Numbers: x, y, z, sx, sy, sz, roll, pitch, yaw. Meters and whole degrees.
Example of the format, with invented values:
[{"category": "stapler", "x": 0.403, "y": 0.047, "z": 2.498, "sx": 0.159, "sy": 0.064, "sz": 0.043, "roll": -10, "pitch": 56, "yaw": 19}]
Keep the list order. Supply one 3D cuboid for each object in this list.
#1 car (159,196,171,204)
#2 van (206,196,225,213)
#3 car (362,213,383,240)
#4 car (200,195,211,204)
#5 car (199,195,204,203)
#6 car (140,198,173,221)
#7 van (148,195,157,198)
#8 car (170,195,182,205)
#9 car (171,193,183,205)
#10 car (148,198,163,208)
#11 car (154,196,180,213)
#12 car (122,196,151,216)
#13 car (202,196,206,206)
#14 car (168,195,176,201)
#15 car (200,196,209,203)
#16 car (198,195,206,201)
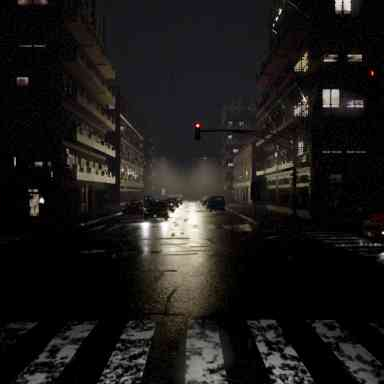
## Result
[{"category": "car", "x": -5.253, "y": 1.523, "z": 65.409, "sx": 1.887, "sy": 1.381, "sz": 4.507, "roll": 0, "pitch": 0, "yaw": 0}, {"category": "van", "x": 2.730, "y": 1.331, "z": 36.873, "sx": 1.690, "sy": 1.788, "sz": 3.998, "roll": 0, "pitch": 0, "yaw": 0}, {"category": "car", "x": 9.882, "y": 1.197, "z": 14.316, "sx": 4.553, "sy": 1.767, "sz": 2.097, "roll": -1, "pitch": 0, "yaw": 0}, {"category": "car", "x": 2.627, "y": 1.419, "z": 65.401, "sx": 1.967, "sy": 1.590, "sz": 4.097, "roll": 0, "pitch": 0, "yaw": 0}, {"category": "car", "x": 2.619, "y": 1.550, "z": 54.239, "sx": 1.947, "sy": 1.339, "sz": 4.313, "roll": 0, "pitch": 0, "yaw": 0}, {"category": "car", "x": -2.812, "y": 1.519, "z": 27.390, "sx": 1.812, "sy": 1.442, "sz": 4.674, "roll": 0, "pitch": 0, "yaw": -1}, {"category": "van", "x": -5.369, "y": 1.329, "z": 43.084, "sx": 1.690, "sy": 1.788, "sz": 3.998, "roll": 0, "pitch": 0, "yaw": 0}, {"category": "car", "x": -2.795, "y": 1.512, "z": 46.948, "sx": 1.812, "sy": 1.442, "sz": 4.674, "roll": 0, "pitch": 0, "yaw": 0}, {"category": "car", "x": -2.747, "y": 1.204, "z": 57.591, "sx": 2.150, "sy": 2.045, "sz": 5.566, "roll": 0, "pitch": 0, "yaw": 1}, {"category": "car", "x": -5.317, "y": 1.568, "z": 48.665, "sx": 1.802, "sy": 1.307, "sz": 4.206, "roll": 0, "pitch": 0, "yaw": 0}, {"category": "car", "x": -2.814, "y": 1.537, "z": 37.036, "sx": 2.033, "sy": 1.411, "sz": 5.357, "roll": 0, "pitch": 0, "yaw": 0}, {"category": "car", "x": -5.414, "y": 1.432, "z": 31.920, "sx": 1.967, "sy": 1.590, "sz": 4.097, "roll": 0, "pitch": 0, "yaw": 0}, {"category": "car", "x": 2.701, "y": 1.533, "z": 43.077, "sx": 1.887, "sy": 1.381, "sz": 4.507, "roll": 0, "pitch": 0, "yaw": 0}, {"category": "car", "x": -5.233, "y": 1.512, "z": 87.735, "sx": 2.008, "sy": 1.369, "sz": 4.403, "roll": 0, "pitch": 0, "yaw": 0}, {"category": "car", "x": 2.632, "y": 1.520, "z": 70.983, "sx": 1.887, "sy": 1.381, "sz": 4.507, "roll": 0, "pitch": 0, "yaw": 0}, {"category": "car", "x": 2.648, "y": 1.527, "z": 87.728, "sx": 1.947, "sy": 1.339, "sz": 4.313, "roll": 0, "pitch": 0, "yaw": 0}]
